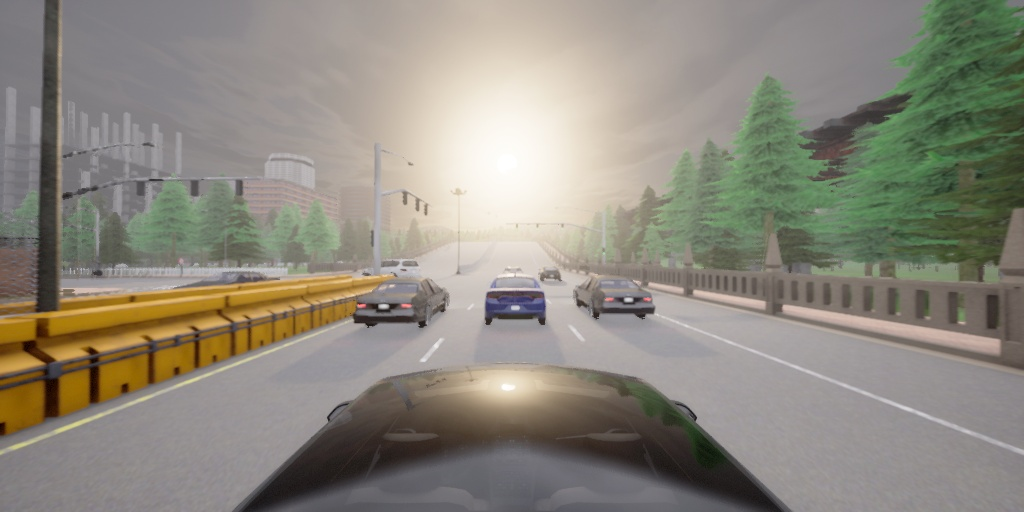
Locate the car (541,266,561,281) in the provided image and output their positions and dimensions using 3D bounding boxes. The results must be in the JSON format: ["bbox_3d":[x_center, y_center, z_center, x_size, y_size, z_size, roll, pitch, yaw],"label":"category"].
[{"bbox_3d":[3.591,1.663,34.635,1.812,1.442,4.674,0,-1,0],"label":"car"}]

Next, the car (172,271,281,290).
[{"bbox_3d":[-14.004,1.491,18.116,2.033,1.411,5.357,0,-1,0],"label":"car"}]

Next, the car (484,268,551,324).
[{"bbox_3d":[0.100,1.357,12.660,1.882,1.535,5.008,0,-1,0],"label":"car"}]

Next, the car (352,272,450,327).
[{"bbox_3d":[-3.400,1.419,11.998,2.033,1.411,5.357,0,-1,0],"label":"car"}]

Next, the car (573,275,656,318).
[{"bbox_3d":[3.601,1.437,13.574,2.033,1.411,5.357,0,-1,0],"label":"car"}]

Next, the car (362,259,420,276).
[{"bbox_3d":[-10.039,1.302,29.749,5.566,2.045,2.150,0,-2,32],"label":"car"}]
